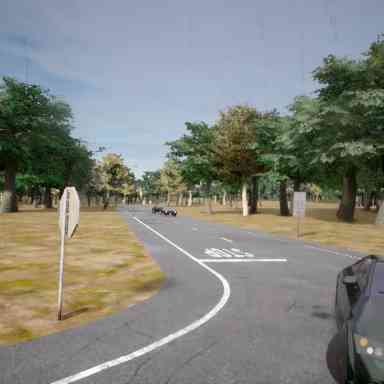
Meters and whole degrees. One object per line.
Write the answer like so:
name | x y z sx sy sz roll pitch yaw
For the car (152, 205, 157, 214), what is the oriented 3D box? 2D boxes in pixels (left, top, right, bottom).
car | -5.720 2.961 56.893 1.882 1.535 5.008 3 -2 -14

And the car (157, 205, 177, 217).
car | -3.465 2.850 48.046 1.895 1.301 4.718 3 -2 -13

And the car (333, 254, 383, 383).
car | 3.120 1.643 4.642 1.994 1.385 4.181 1 -1 22
